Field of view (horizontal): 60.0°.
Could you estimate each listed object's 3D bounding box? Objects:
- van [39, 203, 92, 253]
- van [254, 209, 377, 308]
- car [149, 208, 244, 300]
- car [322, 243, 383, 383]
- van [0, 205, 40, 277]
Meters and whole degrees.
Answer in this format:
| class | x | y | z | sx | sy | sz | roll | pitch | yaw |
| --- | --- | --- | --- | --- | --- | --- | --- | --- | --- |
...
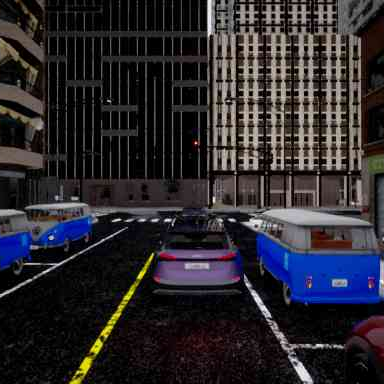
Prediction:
| class | x | y | z | sx | sy | sz | roll | pitch | yaw |
| --- | --- | --- | --- | --- | --- | --- | --- | --- | --- |
| van | -5.314 | 1.346 | 13.308 | 1.690 | 1.788 | 3.998 | 0 | 0 | 0 |
| van | 2.568 | 1.343 | 7.625 | 1.690 | 1.788 | 3.998 | 0 | 0 | 0 |
| car | 0.098 | 1.432 | 8.381 | 2.033 | 1.649 | 4.856 | 0 | 0 | 0 |
| car | 2.569 | 1.440 | 1.935 | 1.967 | 1.590 | 4.097 | 0 | 0 | 0 |
| van | -5.312 | 1.343 | 7.618 | 1.690 | 1.788 | 3.998 | 0 | 0 | 0 |
